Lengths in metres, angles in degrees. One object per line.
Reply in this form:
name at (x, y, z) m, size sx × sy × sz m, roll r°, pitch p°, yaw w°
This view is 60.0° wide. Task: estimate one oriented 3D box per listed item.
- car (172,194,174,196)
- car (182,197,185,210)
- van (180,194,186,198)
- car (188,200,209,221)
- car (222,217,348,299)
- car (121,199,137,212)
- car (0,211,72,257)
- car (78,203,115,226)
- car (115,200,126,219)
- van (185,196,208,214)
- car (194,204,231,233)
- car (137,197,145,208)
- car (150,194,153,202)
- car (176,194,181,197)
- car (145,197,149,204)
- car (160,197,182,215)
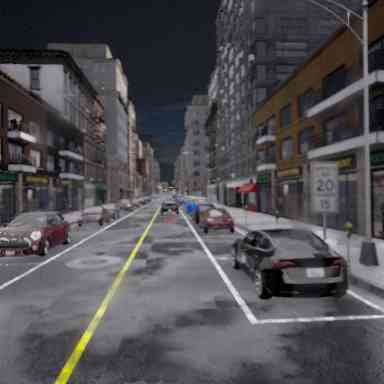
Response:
car at (-3.280, 1.460, 85.215) m, size 2.192 × 1.841 × 5.009 m, roll -1°, pitch 0°, yaw -4°
car at (0.210, 1.571, 35.738) m, size 2.008 × 1.369 × 4.403 m, roll -1°, pitch 0°, yaw -4°
van at (-0.181, 1.374, 41.235) m, size 1.690 × 1.788 × 3.998 m, roll -1°, pitch 0°, yaw -4°
car at (0.985, 1.563, 24.744) m, size 1.947 × 1.339 × 4.313 m, roll -1°, pitch 0°, yaw -4°
car at (2.148, 1.538, 8.252) m, size 1.947 × 1.339 × 4.313 m, roll -1°, pitch 0°, yaw -4°
car at (-8.184, 1.586, 40.671) m, size 1.967 × 1.590 × 4.097 m, roll -1°, pitch 0°, yaw -4°
car at (-6.246, 1.533, 13.186) m, size 1.967 × 1.590 × 4.097 m, roll -1°, pitch 0°, yaw -4°
car at (-7.019, 1.692, 24.180) m, size 1.802 × 1.307 × 4.206 m, roll -1°, pitch 0°, yaw -4°
car at (-7.407, 1.672, 29.677) m, size 2.008 × 1.369 × 4.403 m, roll -1°, pitch 0°, yaw -4°
van at (0.594, 1.349, 30.241) m, size 1.690 × 1.788 × 3.998 m, roll -1°, pitch 0°, yaw -4°
car at (1.373, 1.570, 19.248) m, size 1.802 × 1.307 × 4.206 m, roll -1°, pitch 0°, yaw -4°
car at (-8.957, 1.725, 51.665) m, size 2.008 × 1.369 × 4.403 m, roll -1°, pitch 0°, yaw -4°
car at (-10.894, 1.789, 79.152) m, size 1.887 × 1.381 × 4.507 m, roll -1°, pitch 0°, yaw -4°
car at (-1.342, 1.516, 57.727) m, size 1.967 × 1.590 × 4.097 m, roll -1°, pitch 0°, yaw -4°
car at (-9.732, 1.748, 62.660) m, size 1.887 × 1.381 × 4.507 m, roll -1°, pitch 0°, yaw -4°
car at (-2.353, 1.562, 35.315) m, size 1.837 × 1.490 × 4.892 m, roll -1°, pitch 0°, yaw -4°
